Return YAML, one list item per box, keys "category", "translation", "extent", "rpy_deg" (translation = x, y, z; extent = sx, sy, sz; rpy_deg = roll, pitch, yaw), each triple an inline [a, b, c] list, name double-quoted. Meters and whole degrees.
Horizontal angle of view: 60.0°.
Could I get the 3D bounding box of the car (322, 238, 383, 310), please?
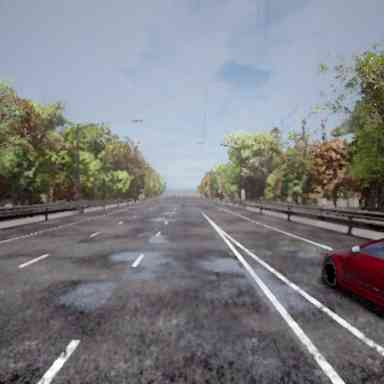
- category: "car"
  translation: [4.352, 1.596, 6.725]
  extent: [1.994, 1.385, 4.181]
  rpy_deg: [0, 0, -4]
